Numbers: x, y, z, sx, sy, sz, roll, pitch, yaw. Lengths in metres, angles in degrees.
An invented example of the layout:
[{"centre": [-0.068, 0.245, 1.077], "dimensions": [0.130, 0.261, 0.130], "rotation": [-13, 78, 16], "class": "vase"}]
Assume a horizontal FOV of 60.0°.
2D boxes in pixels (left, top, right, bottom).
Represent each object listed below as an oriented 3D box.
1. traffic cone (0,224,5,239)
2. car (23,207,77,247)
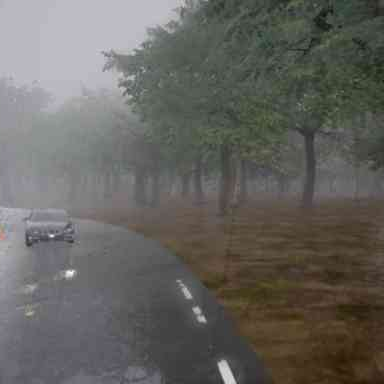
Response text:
[{"centre": [-9.361, 1.982, 16.284], "dimensions": [0.340, 0.580, 0.340], "rotation": [-2, 0, -28], "class": "traffic cone"}, {"centre": [-6.449, 1.467, 15.086], "dimensions": [1.837, 1.490, 4.892], "rotation": [-1, 0, -25], "class": "car"}]
